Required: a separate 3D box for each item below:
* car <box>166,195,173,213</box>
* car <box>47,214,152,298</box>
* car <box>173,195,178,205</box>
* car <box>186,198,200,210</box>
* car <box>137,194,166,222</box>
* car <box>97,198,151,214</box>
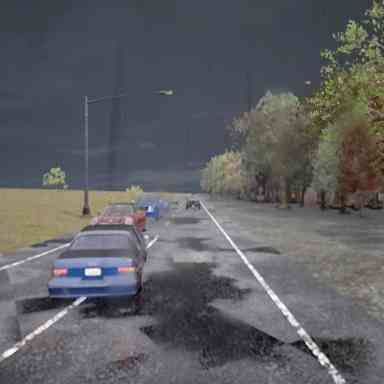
[{"bbox_3d":[-3.549,1.351,37.042,2.097,1.767,4.553,0,0,0],"label":"car"},{"bbox_3d":[-2.167,1.548,8.738,2.033,1.411,5.357,0,0,-7],"label":"car"},{"bbox_3d":[-3.503,1.340,57.826,2.097,1.767,4.553,0,0,0],"label":"car"},{"bbox_3d":[0.139,1.500,43.676,1.837,1.490,4.892,0,0,0],"label":"car"},{"bbox_3d":[-3.571,1.222,26.934,2.150,2.045,5.566,0,0,-1],"label":"car"},{"bbox_3d":[-3.650,1.353,17.098,2.097,1.767,4.553,0,0,1],"label":"car"}]
